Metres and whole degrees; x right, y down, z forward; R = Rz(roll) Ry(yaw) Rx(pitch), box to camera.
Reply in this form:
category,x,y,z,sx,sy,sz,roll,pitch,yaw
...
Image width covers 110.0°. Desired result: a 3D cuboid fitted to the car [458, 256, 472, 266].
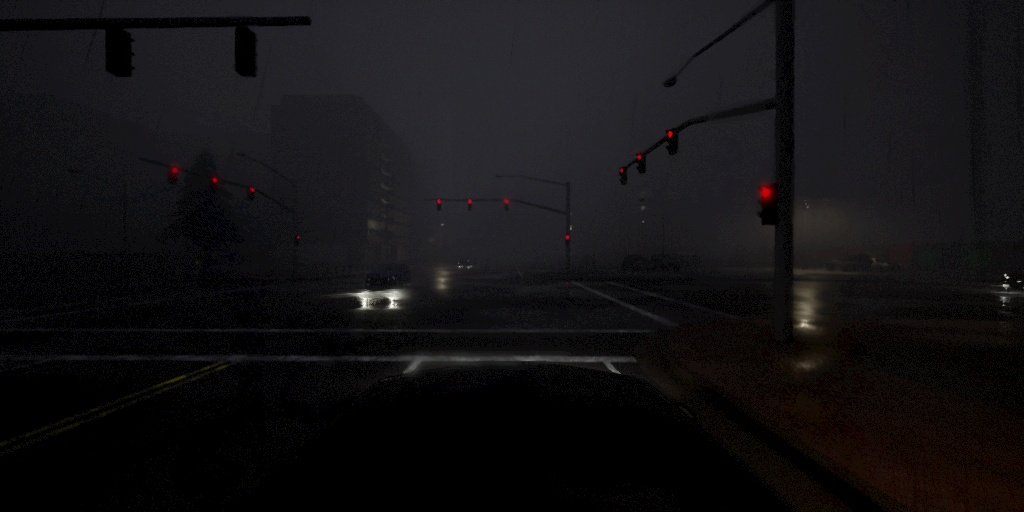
category,x,y,z,sx,sy,sz,roll,pitch,yaw
car,-8.088,0.755,61.854,2.097,1.767,4.553,0,0,0

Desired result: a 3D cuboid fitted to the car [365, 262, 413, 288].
category,x,y,z,sx,sy,sz,roll,pitch,yaw
car,-7.657,1.174,22.707,1.882,1.535,5.008,0,1,-2

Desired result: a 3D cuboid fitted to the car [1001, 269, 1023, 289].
category,x,y,z,sx,sy,sz,roll,pitch,yaw
car,30.462,1.158,19.768,4.892,1.490,1.837,0,0,1
